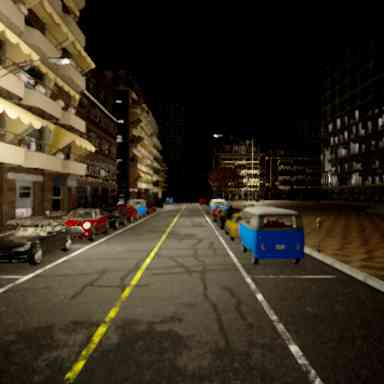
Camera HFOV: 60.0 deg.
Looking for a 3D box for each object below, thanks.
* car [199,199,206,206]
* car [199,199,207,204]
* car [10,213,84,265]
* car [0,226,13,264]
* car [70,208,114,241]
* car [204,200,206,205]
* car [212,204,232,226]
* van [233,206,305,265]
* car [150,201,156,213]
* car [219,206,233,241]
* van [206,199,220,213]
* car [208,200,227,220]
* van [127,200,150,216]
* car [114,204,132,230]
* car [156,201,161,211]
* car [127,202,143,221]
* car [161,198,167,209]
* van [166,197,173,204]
[{"bbox_3d":[2.656,2.266,72.723,1.887,1.381,4.507,0,-1,0],"label":"car"},{"bbox_3d":[2.652,2.385,83.773,1.887,1.381,4.507,0,-1,0],"label":"car"},{"bbox_3d":[-5.700,1.662,11.930,2.008,1.369,4.403,0,-1,0],"label":"car"},{"bbox_3d":[-5.697,1.611,6.403,2.008,1.369,4.403,0,-1,0],"label":"car"},{"bbox_3d":[-5.703,1.604,17.456,1.967,1.590,4.097,0,-1,0],"label":"car"},{"bbox_3d":[2.669,1.906,39.734,1.752,1.417,4.829,0,-1,0],"label":"car"},{"bbox_3d":[2.676,1.782,22.985,1.947,1.339,4.313,0,-1,0],"label":"car"},{"bbox_3d":[2.679,1.452,11.934,1.690,1.788,3.998,0,-1,0],"label":"van"},{"bbox_3d":[-5.711,1.962,39.560,1.802,1.307,4.206,0,-1,0],"label":"car"},{"bbox_3d":[2.678,1.690,17.628,1.752,1.417,4.829,0,-1,0],"label":"car"},{"bbox_3d":[2.670,1.665,34.041,1.690,1.788,3.998,0,-1,0],"label":"van"},{"bbox_3d":[2.673,1.710,28.512,1.967,1.590,4.097,0,-1,0],"label":"car"},{"bbox_3d":[-5.710,1.666,34.037,1.690,1.788,3.998,0,-1,0],"label":"van"},{"bbox_3d":[-5.704,1.782,22.982,1.947,1.339,4.313,0,-1,0],"label":"car"},{"bbox_3d":[-5.713,2.017,45.086,1.802,1.307,4.206,0,-1,0],"label":"car"},{"bbox_3d":[-5.707,1.815,28.508,1.887,1.381,4.507,0,-1,0],"label":"car"},{"bbox_3d":[-5.717,2.114,56.139,1.947,1.339,4.313,0,-1,0],"label":"car"},{"bbox_3d":[-5.730,2.182,83.773,1.690,1.788,3.998,0,-1,0],"label":"van"}]
